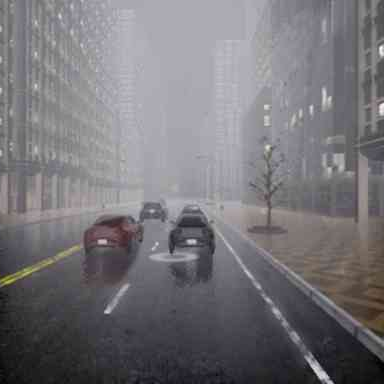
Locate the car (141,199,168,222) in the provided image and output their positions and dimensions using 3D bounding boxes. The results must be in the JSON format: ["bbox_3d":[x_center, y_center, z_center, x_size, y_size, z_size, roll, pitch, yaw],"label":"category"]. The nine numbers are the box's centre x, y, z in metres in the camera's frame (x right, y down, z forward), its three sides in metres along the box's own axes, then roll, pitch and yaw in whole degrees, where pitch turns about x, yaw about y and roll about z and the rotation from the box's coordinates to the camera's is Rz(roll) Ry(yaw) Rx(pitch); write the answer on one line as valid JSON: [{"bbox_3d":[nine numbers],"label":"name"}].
[{"bbox_3d":[-3.249,1.641,29.072,2.097,1.767,4.553,0,-1,0],"label":"car"}]

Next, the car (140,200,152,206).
[{"bbox_3d":[-9.752,2.346,70.951,1.895,1.301,4.718,0,-1,0],"label":"car"}]

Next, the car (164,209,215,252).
[{"bbox_3d":[0.004,1.666,14.390,1.812,1.442,4.674,0,0,0],"label":"car"}]

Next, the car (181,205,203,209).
[{"bbox_3d":[-0.002,1.857,29.271,1.994,1.385,4.181,0,-1,0],"label":"car"}]

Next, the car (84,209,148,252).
[{"bbox_3d":[-3.245,1.666,14.387,1.812,1.442,4.674,0,0,0],"label":"car"}]

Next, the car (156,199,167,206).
[{"bbox_3d":[-6.502,2.251,70.982,1.837,1.490,4.892,0,-1,0],"label":"car"}]
